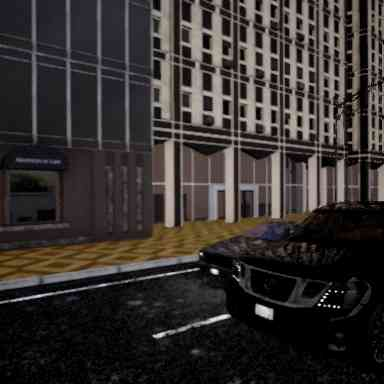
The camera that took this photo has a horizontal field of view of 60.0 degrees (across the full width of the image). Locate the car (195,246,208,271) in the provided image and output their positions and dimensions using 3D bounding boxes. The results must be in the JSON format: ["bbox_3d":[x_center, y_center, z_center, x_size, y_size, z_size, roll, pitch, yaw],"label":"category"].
[{"bbox_3d":[2.704,1.542,9.655,5.357,1.411,2.033,0,0,-36],"label":"car"}]

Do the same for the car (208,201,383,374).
[{"bbox_3d":[3.184,1.216,5.994,5.566,2.045,2.150,0,0,-36],"label":"car"}]
